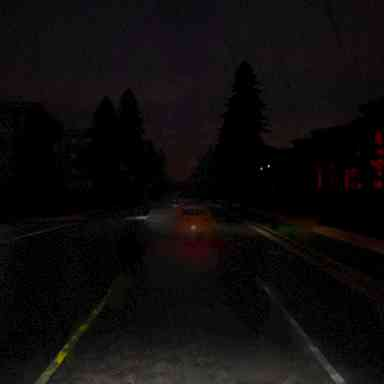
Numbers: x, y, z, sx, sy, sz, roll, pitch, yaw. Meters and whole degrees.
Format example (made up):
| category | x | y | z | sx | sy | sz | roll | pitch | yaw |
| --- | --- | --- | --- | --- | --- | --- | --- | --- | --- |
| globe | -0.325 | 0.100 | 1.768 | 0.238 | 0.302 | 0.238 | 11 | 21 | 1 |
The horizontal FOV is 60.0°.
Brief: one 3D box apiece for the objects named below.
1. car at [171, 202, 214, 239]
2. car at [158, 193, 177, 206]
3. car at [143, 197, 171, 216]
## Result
| category | x | y | z | sx | sy | sz | roll | pitch | yaw |
| --- | --- | --- | --- | --- | --- | --- | --- | --- | --- |
| car | 0.105 | 1.481 | 17.371 | 1.882 | 1.535 | 5.008 | 0 | 0 | 0 |
| car | -3.579 | 1.224 | 43.866 | 2.150 | 2.045 | 5.566 | 0 | 0 | 0 |
| car | -3.589 | 1.551 | 32.958 | 2.033 | 1.411 | 5.357 | 0 | 0 | 0 |
